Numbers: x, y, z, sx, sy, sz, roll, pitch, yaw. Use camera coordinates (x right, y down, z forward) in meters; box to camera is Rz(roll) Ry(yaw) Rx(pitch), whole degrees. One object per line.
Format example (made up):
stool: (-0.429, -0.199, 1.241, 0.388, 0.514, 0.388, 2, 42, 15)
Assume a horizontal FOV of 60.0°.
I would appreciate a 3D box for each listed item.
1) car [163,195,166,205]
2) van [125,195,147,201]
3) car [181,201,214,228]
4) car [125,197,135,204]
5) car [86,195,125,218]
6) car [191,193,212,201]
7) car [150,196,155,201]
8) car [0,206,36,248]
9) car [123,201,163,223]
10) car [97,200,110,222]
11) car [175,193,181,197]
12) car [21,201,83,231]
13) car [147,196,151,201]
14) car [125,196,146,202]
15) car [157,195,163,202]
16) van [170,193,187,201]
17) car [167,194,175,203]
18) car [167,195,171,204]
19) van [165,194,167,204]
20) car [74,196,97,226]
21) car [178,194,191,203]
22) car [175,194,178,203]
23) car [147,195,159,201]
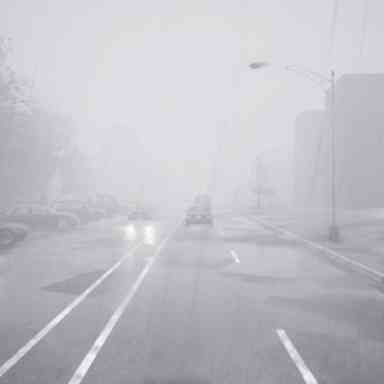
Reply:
car: (-7.337, 1.648, 55.186, 5.008, 1.535, 2.097, -1, 0, -16)
van: (-8.209, 1.358, 40.445, 4.442, 1.987, 1.878, -1, -1, -17)
car: (0.482, 1.578, 22.616, 2.033, 1.411, 5.357, 0, 0, 2)
car: (-8.626, 1.600, 34.473, 4.674, 1.452, 2.002, -1, -1, -17)
car: (-8.917, 1.287, 28.526, 5.566, 2.045, 2.435, -1, 0, -18)
car: (1.367, 1.320, 41.950, 2.150, 2.045, 5.566, 0, 0, 3)
car: (-7.940, 1.653, 46.318, 4.674, 1.452, 2.002, 0, -1, -16)
car: (-9.300, 1.528, 13.699, 4.792, 1.488, 2.163, -1, 0, -19)
car: (-3.735, 1.642, 26.247, 1.895, 1.301, 4.718, 0, 0, 2)
car: (-9.002, 1.568, 25.571, 4.674, 1.452, 2.002, -1, 0, -18)
car: (-5.600, 1.672, 72.996, 5.366, 1.575, 1.946, -1, 0, -14)
car: (-9.197, 1.513, 19.633, 4.892, 1.521, 2.231, -1, 0, -19)
car: (-8.142, 1.639, 43.371, 4.674, 1.452, 2.002, -1, 0, -17)
car: (-8.299, 1.566, 37.496, 5.366, 1.575, 1.946, -1, -1, -17)
car: (-7.742, 1.638, 52.174, 5.366, 1.575, 1.946, -1, 0, -16)
van: (-3.793, 1.408, 93.547, 4.442, 1.987, 1.878, -1, 0, -14)
car: (-6.318, 1.548, 67.038, 4.553, 1.767, 2.185, -1, 0, -15)
car: (-6.869, 1.704, 61.113, 4.674, 1.452, 2.002, -1, 0, -15)
van: (-7.226, 1.433, 58.115, 4.442, 1.987, 1.878, -1, 0, -16)
car: (-9.069, 1.393, 22.605, 4.553, 1.767, 2.185, -1, 0, -18)
car: (-0.992, 1.739, 67.417, 1.994, 1.385, 4.181, 0, 0, 5)
car: (-6.075, 1.678, 69.991, 4.892, 1.521, 2.231, -1, 0, -15)
car: (-7.760, 1.666, 49.261, 4.674, 1.452, 2.002, -1, 0, -16)
